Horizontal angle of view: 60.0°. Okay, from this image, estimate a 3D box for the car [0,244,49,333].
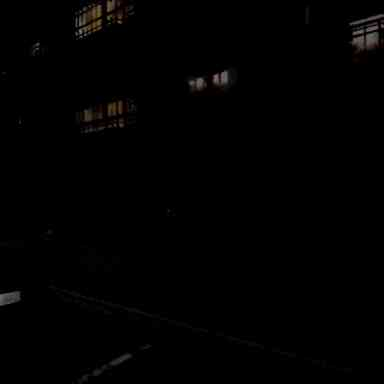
[{"bbox_3d":[-4.360,1.604,6.083,4.313,1.339,1.947,0,-1,35],"label":"car"}]
